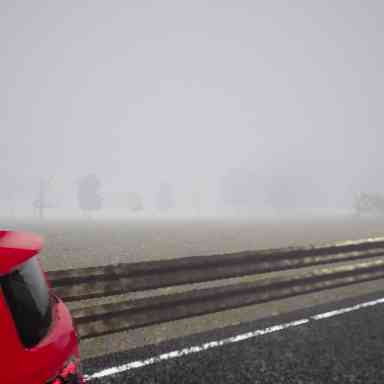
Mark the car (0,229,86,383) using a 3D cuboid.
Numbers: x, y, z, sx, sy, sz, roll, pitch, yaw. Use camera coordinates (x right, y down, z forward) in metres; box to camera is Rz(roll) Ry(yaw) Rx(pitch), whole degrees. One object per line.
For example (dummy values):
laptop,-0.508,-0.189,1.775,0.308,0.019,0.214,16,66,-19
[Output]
car,-3.273,1.260,1.259,5.566,2.045,2.150,1,-1,-30
